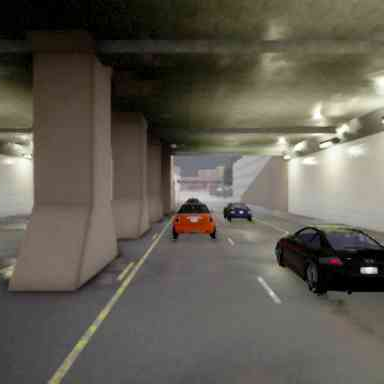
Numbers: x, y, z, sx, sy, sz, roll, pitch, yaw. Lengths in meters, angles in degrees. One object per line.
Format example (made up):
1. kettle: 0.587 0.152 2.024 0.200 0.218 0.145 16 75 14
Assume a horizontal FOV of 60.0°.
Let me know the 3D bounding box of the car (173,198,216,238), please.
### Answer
1. car: 0.108 1.348 17.793 2.097 1.767 4.553 0 0 0

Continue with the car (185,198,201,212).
1. car: 0.118 1.495 39.196 1.837 1.490 4.892 0 0 0

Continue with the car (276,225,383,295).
1. car: 3.604 1.562 8.772 1.994 1.385 4.181 0 0 0

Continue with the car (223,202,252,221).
1. car: 3.612 1.540 26.883 2.033 1.411 5.357 0 0 0
